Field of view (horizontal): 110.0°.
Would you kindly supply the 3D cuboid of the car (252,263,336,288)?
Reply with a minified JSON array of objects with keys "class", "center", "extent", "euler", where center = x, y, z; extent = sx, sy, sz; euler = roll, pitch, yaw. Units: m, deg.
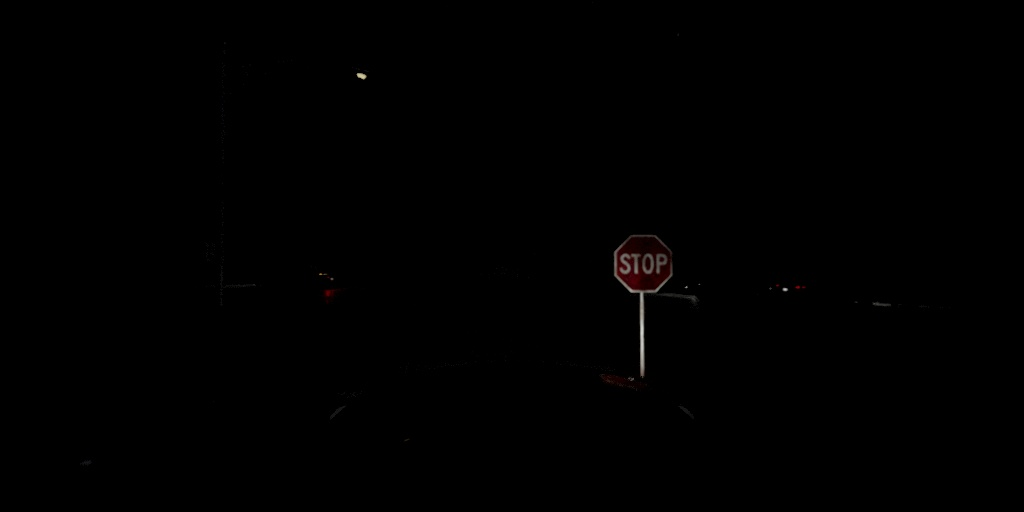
[{"class":"car","center":[-13.509,1.184,22.358],"extent":[4.674,1.442,1.812],"euler":[1,-2,0]}]

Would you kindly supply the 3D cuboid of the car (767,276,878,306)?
[{"class":"car","center":[16.027,1.731,18.432],"extent":[4.181,1.385,1.994],"euler":[1,-2,-1]}]

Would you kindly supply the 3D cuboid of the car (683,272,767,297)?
[{"class":"car","center":[13.246,1.721,22.227],"extent":[4.892,1.490,1.837],"euler":[1,-2,0]}]
